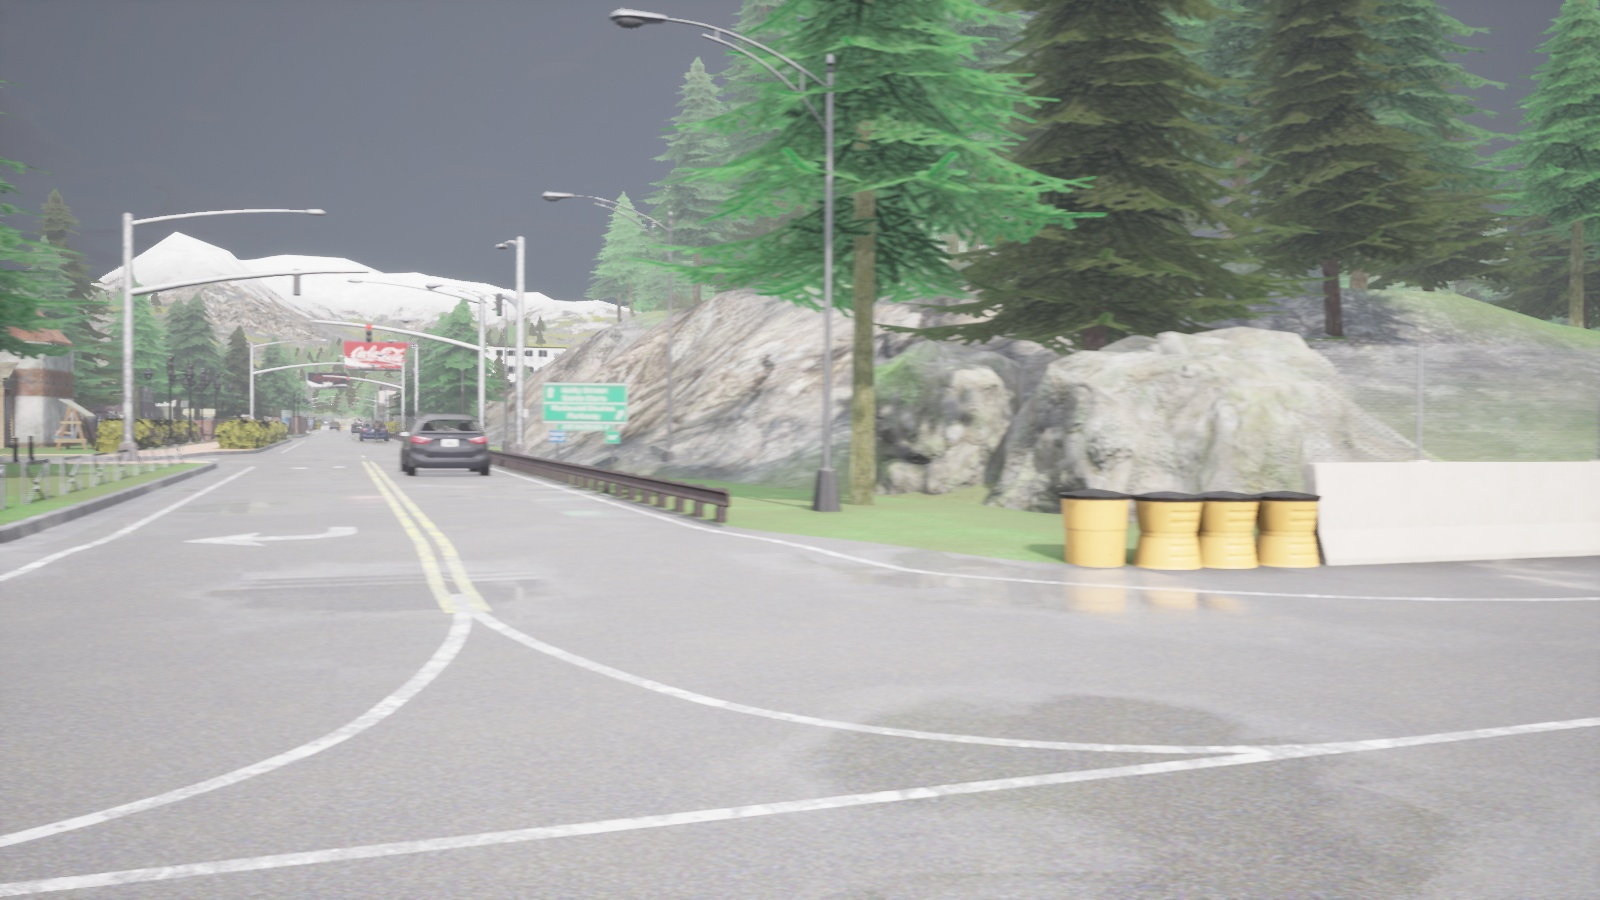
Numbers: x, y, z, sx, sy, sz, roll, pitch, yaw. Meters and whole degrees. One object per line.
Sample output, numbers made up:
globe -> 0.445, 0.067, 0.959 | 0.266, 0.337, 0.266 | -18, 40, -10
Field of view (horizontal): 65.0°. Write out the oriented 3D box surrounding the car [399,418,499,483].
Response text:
car -> -9.822, -0.026, 34.893 | 2.242, 1.667, 4.611 | -1, 1, -20
